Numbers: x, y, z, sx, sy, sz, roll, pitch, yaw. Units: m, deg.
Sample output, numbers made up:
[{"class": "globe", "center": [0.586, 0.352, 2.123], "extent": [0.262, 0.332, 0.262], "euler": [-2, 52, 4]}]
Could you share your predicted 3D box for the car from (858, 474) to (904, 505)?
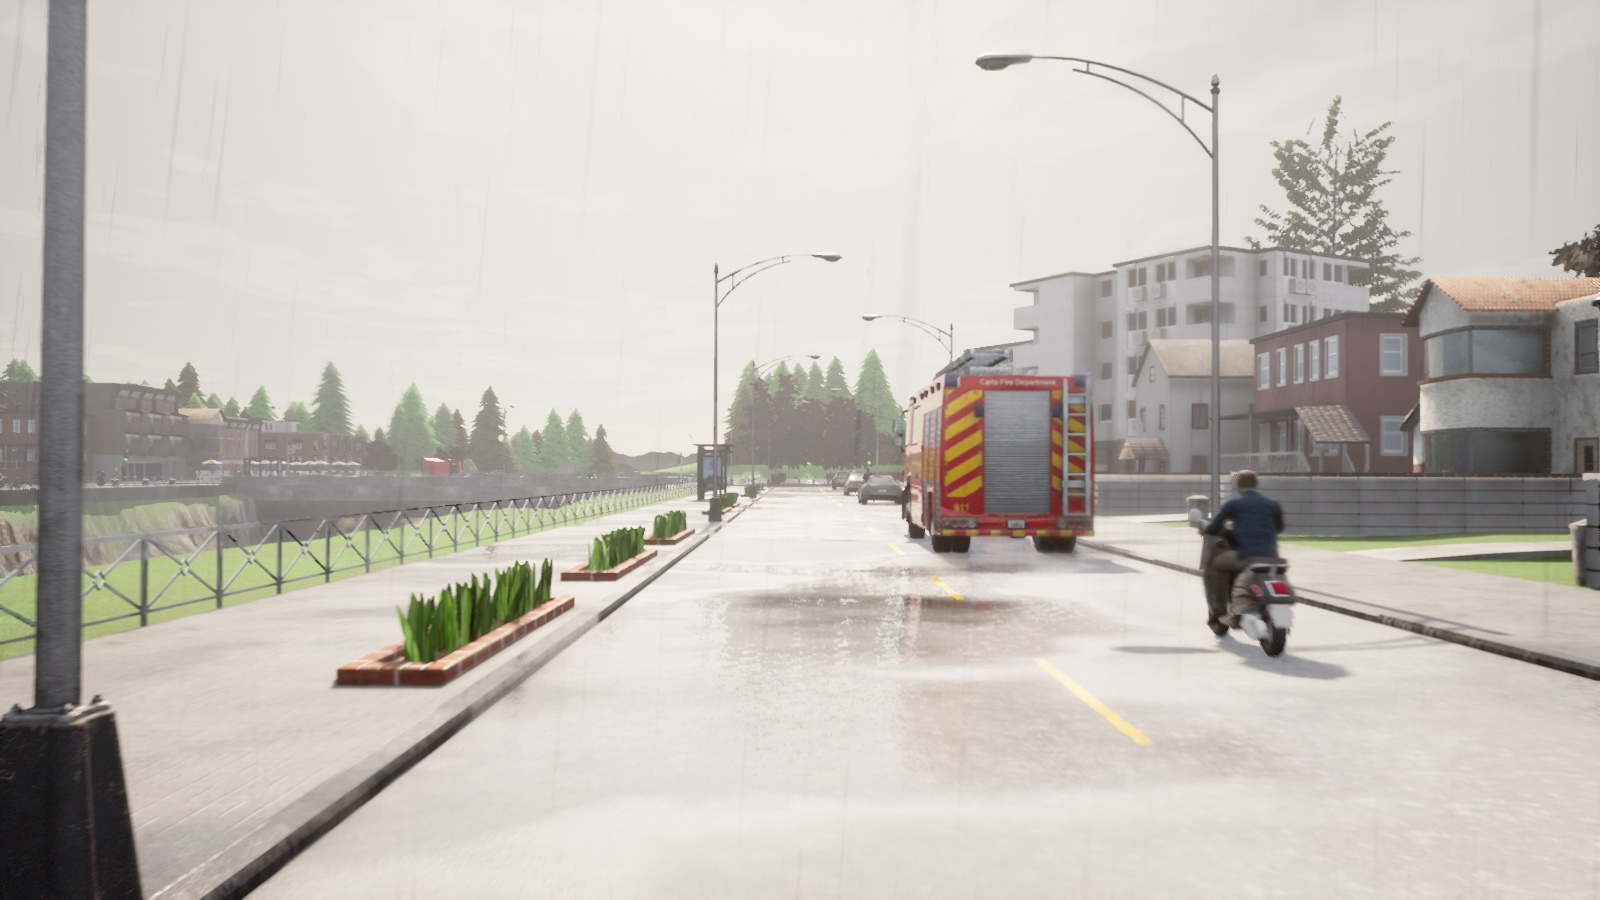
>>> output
[{"class": "car", "center": [3.854, 1.872, 60.282], "extent": [1.994, 1.385, 4.181], "euler": [0, -1, 0]}]

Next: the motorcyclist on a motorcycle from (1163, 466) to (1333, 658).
[{"class": "motorcyclist on a motorcycle", "center": [3.974, 0.942, 11.322], "extent": [0.866, 1.590, 1.817], "euler": [0, -1, 0]}]

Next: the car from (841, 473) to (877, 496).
[{"class": "car", "center": [3.808, 2.213, 81.599], "extent": [2.033, 1.411, 5.357], "euler": [0, -1, 0]}]

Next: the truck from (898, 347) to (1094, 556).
[{"class": "truck", "center": [3.932, 0.092, 27.320], "extent": [2.891, 3.827, 8.468], "euler": [0, -1, 0]}]
